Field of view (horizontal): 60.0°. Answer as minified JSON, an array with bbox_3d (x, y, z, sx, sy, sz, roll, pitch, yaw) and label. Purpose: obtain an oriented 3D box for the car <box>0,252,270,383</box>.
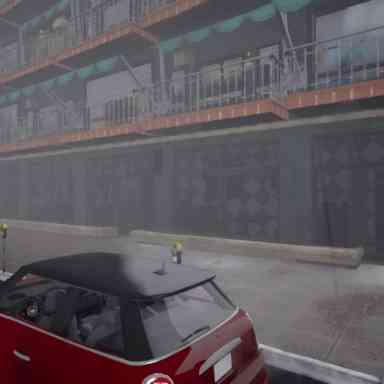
[{"bbox_3d":[-1.330,1.440,3.817,4.097,1.590,1.967,0,0,35],"label":"car"}]
